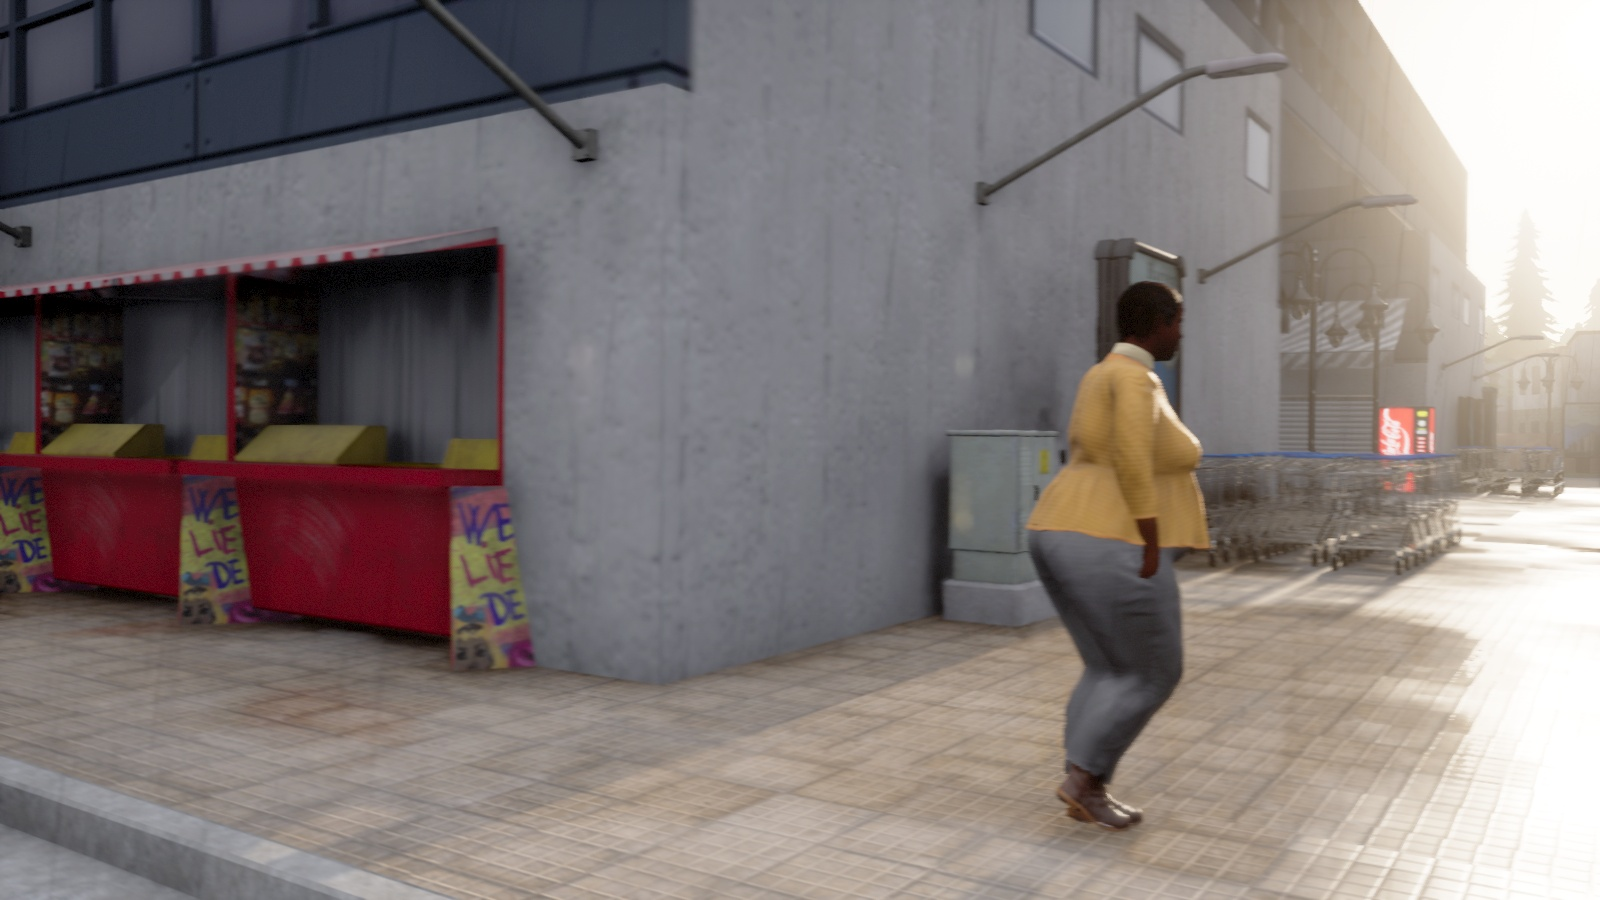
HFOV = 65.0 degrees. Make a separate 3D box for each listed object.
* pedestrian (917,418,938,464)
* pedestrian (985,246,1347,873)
[{"bbox_3d":[5.460,-0.390,53.809,0.788,1.949,0.423,0,1,35],"label":"pedestrian"},{"bbox_3d":[1.161,0.317,4.178,0.900,1.855,0.874,-1,1,-4],"label":"pedestrian"}]
